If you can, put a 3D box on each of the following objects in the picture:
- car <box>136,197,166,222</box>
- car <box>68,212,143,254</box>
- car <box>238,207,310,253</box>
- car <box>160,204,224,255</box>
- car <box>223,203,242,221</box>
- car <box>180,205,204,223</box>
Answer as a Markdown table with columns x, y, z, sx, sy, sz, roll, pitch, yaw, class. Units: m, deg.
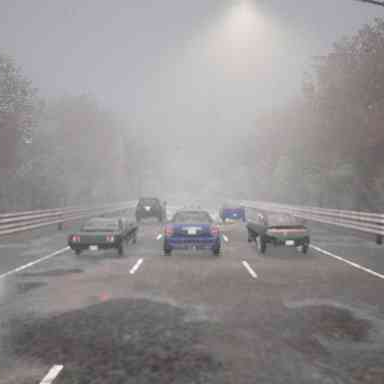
| x | y | z | sx | sy | sz | roll | pitch | yaw | class |
| --- | --- | --- | --- | --- | --- | --- | --- | --- | --- |
| -3.514 | 1.463 | 29.022 | 2.150 | 2.045 | 5.566 | 0 | 0 | 0 | car |
| -3.505 | 1.726 | 14.105 | 1.895 | 1.301 | 4.718 | 0 | 0 | 0 | car |
| 3.497 | 1.619 | 14.301 | 2.128 | 1.511 | 4.902 | 0 | 0 | 0 | car |
| -0.004 | 1.475 | 14.073 | 2.097 | 1.767 | 4.553 | 0 | -1 | 0 | car |
| 3.491 | 1.727 | 29.463 | 1.882 | 1.535 | 5.008 | 0 | 0 | 0 | car |
| -0.011 | 1.847 | 29.105 | 1.895 | 1.301 | 4.718 | 0 | 0 | 0 | car |
